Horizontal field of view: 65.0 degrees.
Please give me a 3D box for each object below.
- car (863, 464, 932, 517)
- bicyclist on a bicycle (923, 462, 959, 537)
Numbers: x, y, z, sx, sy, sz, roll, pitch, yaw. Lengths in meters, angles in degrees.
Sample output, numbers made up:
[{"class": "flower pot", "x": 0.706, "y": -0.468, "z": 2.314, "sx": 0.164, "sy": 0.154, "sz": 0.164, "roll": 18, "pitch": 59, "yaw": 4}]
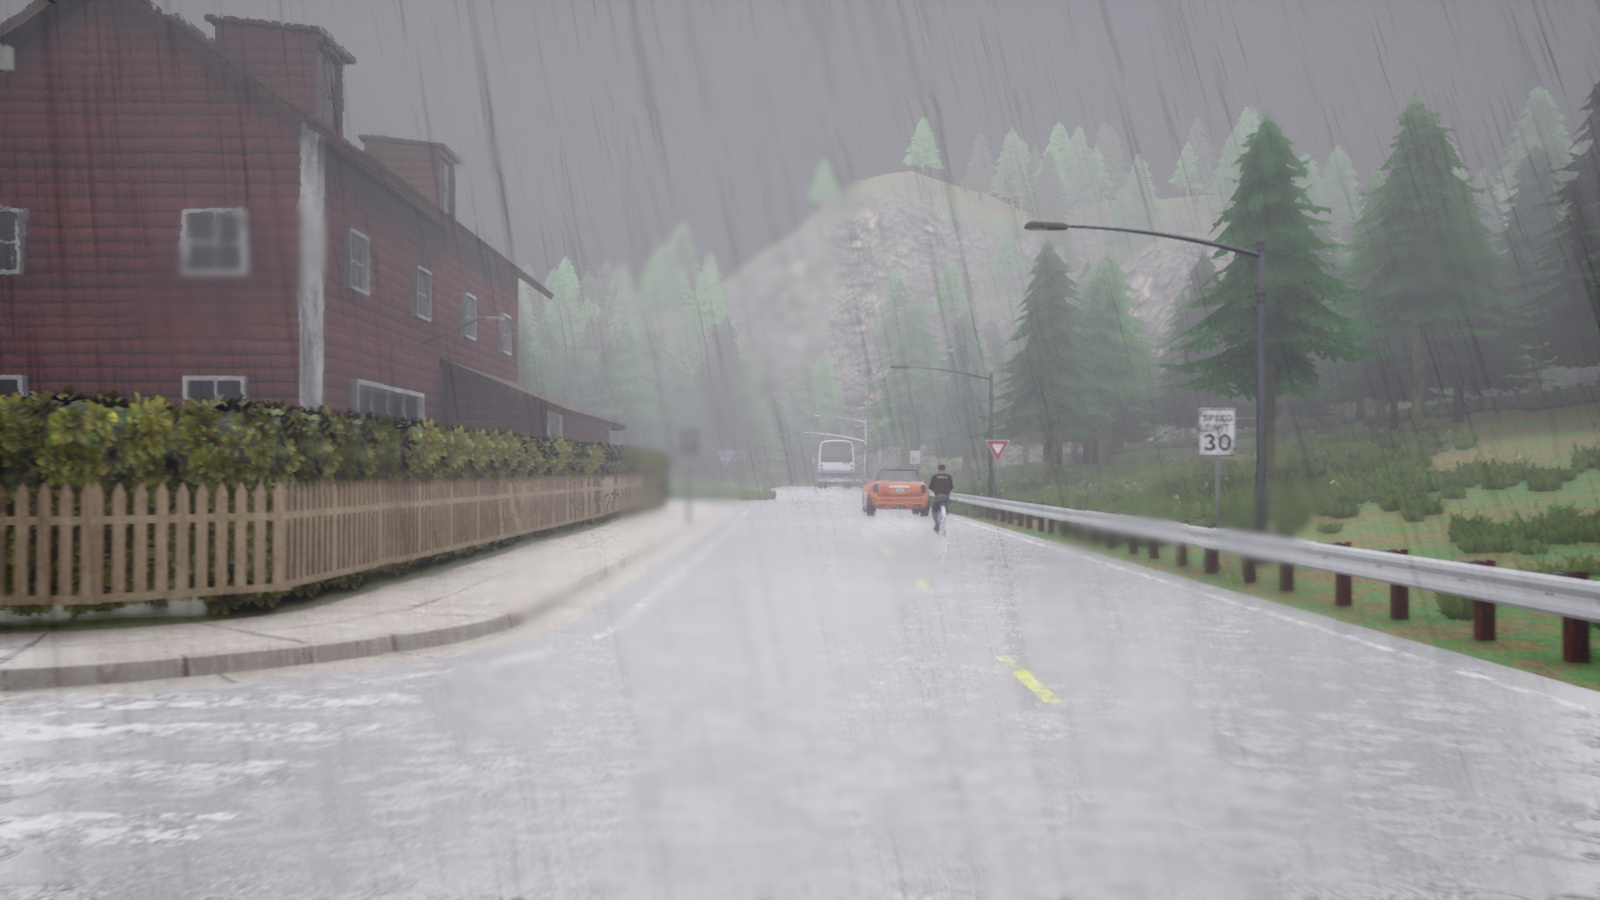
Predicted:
[{"class": "car", "x": 3.391, "y": 1.405, "z": 44.653, "sx": 2.097, "sy": 1.767, "sz": 4.553, "roll": 0, "pitch": -1, "yaw": 0}, {"class": "bicyclist on a bicycle", "x": 3.425, "y": 1.183, "z": 30.619, "sx": 0.659, "sy": 1.776, "sz": 1.843, "roll": 0, "pitch": -1, "yaw": 0}]
